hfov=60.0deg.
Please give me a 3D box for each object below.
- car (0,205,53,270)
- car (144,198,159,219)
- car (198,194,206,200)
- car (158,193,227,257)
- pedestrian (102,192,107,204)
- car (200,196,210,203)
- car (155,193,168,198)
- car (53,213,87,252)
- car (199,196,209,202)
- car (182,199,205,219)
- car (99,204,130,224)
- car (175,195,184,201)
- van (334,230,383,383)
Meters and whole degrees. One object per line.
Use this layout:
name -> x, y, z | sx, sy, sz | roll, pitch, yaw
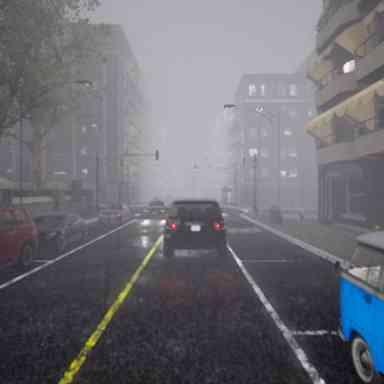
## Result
car -> -5.697, 1.310, 8.265 | 2.192, 1.841, 5.009 | 0, 0, 0
car -> -3.022, 1.492, 29.114 | 1.837, 1.490, 4.892 | 0, -1, 0
car -> 2.659, 1.400, 91.110 | 1.967, 1.590, 4.097 | 0, 0, 0
car -> 0.100, 1.216, 13.057 | 2.150, 2.045, 5.566 | 0, 0, 0
pedestrian -> -12.727, 0.880, 48.271 | 0.375, 1.860, 0.375 | 0, -1, -1
car -> 2.666, 1.519, 68.555 | 2.008, 1.369, 4.403 | 0, 0, 0
car -> -5.711, 1.413, 57.281 | 1.967, 1.590, 4.097 | 0, 0, 0
car -> -5.697, 1.558, 13.800 | 1.947, 1.339, 4.313 | 0, 0, 0
car -> 2.665, 1.511, 74.193 | 1.887, 1.381, 4.507 | 0, 0, 0
car -> 0.092, 1.462, 29.821 | 1.882, 1.535, 5.008 | 0, 0, 0
car -> -5.700, 1.568, 24.870 | 1.802, 1.307, 4.206 | 0, 0, 0
car -> -3.025, 1.515, 81.731 | 1.994, 1.385, 4.181 | 0, 0, 0
van -> 2.685, 1.339, 2.732 | 1.690, 1.788, 3.998 | 0, 0, 0
